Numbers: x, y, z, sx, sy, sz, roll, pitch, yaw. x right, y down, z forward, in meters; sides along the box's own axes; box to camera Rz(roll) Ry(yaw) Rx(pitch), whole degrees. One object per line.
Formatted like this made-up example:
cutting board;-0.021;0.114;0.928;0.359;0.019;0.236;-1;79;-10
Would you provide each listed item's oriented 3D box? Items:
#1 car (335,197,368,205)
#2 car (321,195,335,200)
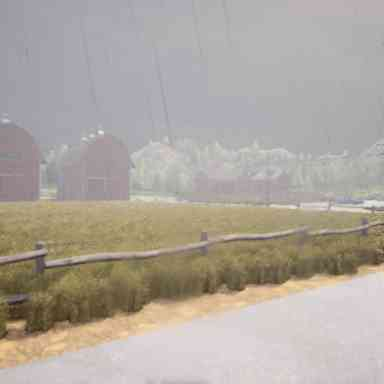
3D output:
car;32.150;1.789;67.112;2.242;1.667;4.611;0;0;-35
car;35.844;1.665;86.046;1.932;1.855;4.605;0;0;-35
